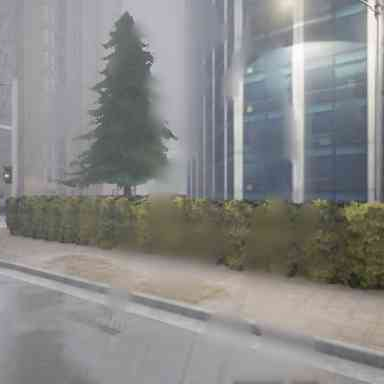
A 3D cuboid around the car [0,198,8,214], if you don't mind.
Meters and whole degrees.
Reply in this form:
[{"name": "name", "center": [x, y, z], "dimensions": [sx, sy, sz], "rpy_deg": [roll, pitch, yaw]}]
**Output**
[{"name": "car", "center": [-18.816, 1.352, 32.047], "dimensions": [2.097, 1.767, 4.553], "rpy_deg": [0, 0, 36]}]
